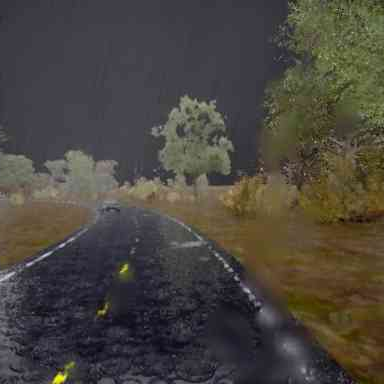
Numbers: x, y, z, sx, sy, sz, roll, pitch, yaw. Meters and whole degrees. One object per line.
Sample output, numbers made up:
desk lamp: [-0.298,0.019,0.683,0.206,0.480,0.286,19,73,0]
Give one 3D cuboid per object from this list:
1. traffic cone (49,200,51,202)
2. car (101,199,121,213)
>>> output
traffic cone: [-33.724,1.971,79.121,0.340,0.580,0.340,0,0,-40]
car: [-8.898,1.496,36.255,2.033,1.411,5.357,0,0,-17]
